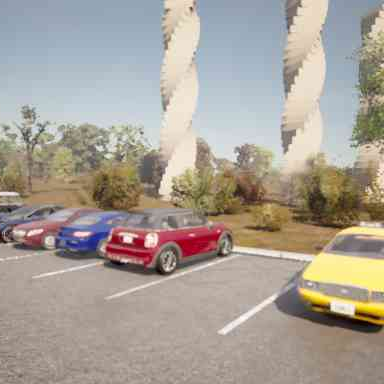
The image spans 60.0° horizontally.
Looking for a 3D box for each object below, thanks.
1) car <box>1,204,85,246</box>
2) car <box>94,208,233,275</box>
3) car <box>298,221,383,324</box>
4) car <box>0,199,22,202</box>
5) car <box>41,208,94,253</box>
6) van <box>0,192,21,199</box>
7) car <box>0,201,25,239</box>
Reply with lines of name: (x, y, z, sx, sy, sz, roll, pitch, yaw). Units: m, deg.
car: (-4.967, 1.392, 13.906, 2.002, 1.452, 4.674, 1, 1, 35)
car: (-0.494, 1.296, 10.677, 2.185, 1.767, 4.553, 1, 1, 35)
car: (3.897, 1.469, 7.358, 1.946, 1.575, 5.366, 1, 0, 35)
car: (-9.438, 1.299, 17.126, 2.163, 1.488, 4.792, 1, 1, 35)
car: (-2.728, 1.427, 12.304, 2.002, 1.452, 4.674, 1, 1, 35)
van: (-11.625, 0.999, 18.792, 1.878, 1.987, 4.442, 1, 1, 35)
car: (-7.231, 1.344, 15.481, 2.163, 1.488, 4.792, 1, 1, 35)
